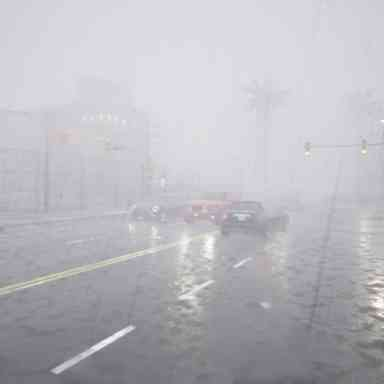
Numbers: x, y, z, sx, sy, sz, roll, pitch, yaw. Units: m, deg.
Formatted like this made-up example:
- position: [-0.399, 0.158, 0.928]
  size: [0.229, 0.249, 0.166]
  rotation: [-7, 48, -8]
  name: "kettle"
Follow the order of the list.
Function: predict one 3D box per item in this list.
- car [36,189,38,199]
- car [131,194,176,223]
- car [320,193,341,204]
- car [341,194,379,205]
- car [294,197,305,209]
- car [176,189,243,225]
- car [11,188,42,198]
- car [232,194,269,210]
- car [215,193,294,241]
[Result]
- position: [-20.946, 0.236, 48.673]
  size: [2.002, 1.452, 4.674]
  rotation: [1, 1, 29]
  name: "car"
- position: [-1.873, 0.931, 21.384]
  size: [2.097, 1.767, 4.553]
  rotation: [1, 1, 30]
  name: "car"
- position: [20.403, 0.927, 47.322]
  size: [4.902, 1.511, 2.128]
  rotation: [0, 1, -30]
  name: "car"
- position: [23.072, 1.010, 44.849]
  size: [4.902, 1.511, 2.128]
  rotation: [1, 1, -28]
  name: "car"
- position: [9.561, 1.131, 33.307]
  size: [1.895, 1.301, 4.718]
  rotation: [2, 1, 39]
  name: "car"
- position: [1.587, 0.870, 20.431]
  size: [2.150, 2.045, 5.566]
  rotation: [1, 1, 30]
  name: "car"
- position: [-25.284, 0.164, 51.047]
  size: [1.970, 1.475, 3.806]
  rotation: [1, 1, 29]
  name: "car"
- position: [6.115, 0.985, 34.536]
  size: [1.812, 1.442, 4.674]
  rotation: [1, 1, 37]
  name: "car"
- position: [3.108, 1.107, 15.663]
  size: [2.097, 1.767, 4.553]
  rotation: [1, 1, 29]
  name: "car"
